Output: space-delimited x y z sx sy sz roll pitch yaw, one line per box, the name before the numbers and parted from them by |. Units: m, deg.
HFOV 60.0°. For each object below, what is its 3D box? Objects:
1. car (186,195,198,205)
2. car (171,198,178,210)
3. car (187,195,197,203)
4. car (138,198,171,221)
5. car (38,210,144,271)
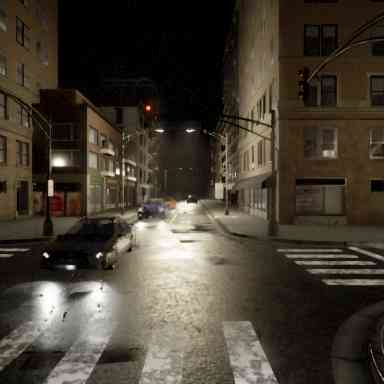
car | 0.031 1.454 59.266 2.128 1.511 4.902 0 0 0
car | -3.136 1.453 42.823 1.882 1.535 5.008 0 0 0
car | 0.017 1.446 69.630 2.128 1.511 4.902 0 0 0
car | -3.130 1.341 27.383 2.097 1.767 4.553 0 0 0
car | -3.112 1.545 11.187 2.033 1.411 5.357 0 0 0
